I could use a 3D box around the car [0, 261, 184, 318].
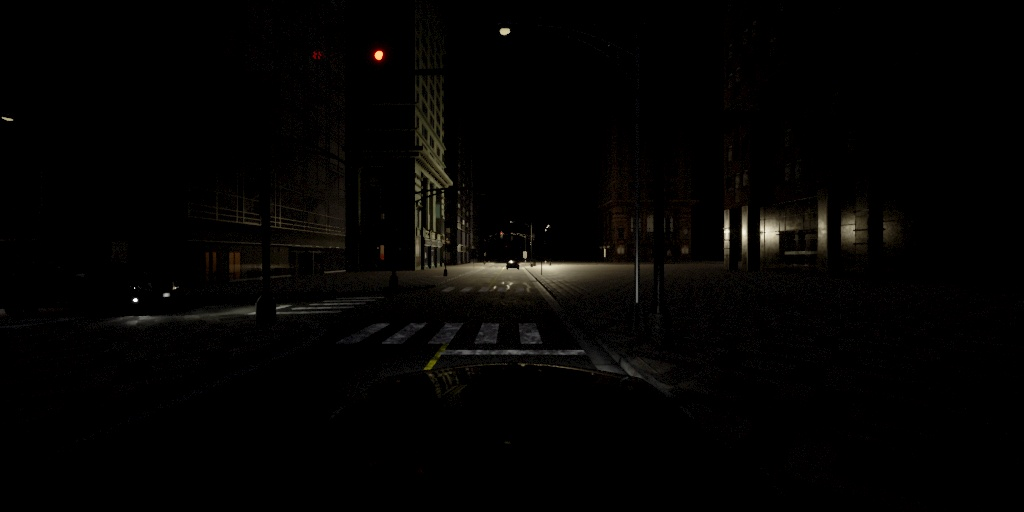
[{"bbox_3d":[-16.103,1.192,13.818,5.566,2.045,2.150,-1,0,0],"label":"car"}]

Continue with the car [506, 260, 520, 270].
[{"bbox_3d":[0.117,1.325,53.436,1.994,1.385,4.181,0,0,0],"label":"car"}]
